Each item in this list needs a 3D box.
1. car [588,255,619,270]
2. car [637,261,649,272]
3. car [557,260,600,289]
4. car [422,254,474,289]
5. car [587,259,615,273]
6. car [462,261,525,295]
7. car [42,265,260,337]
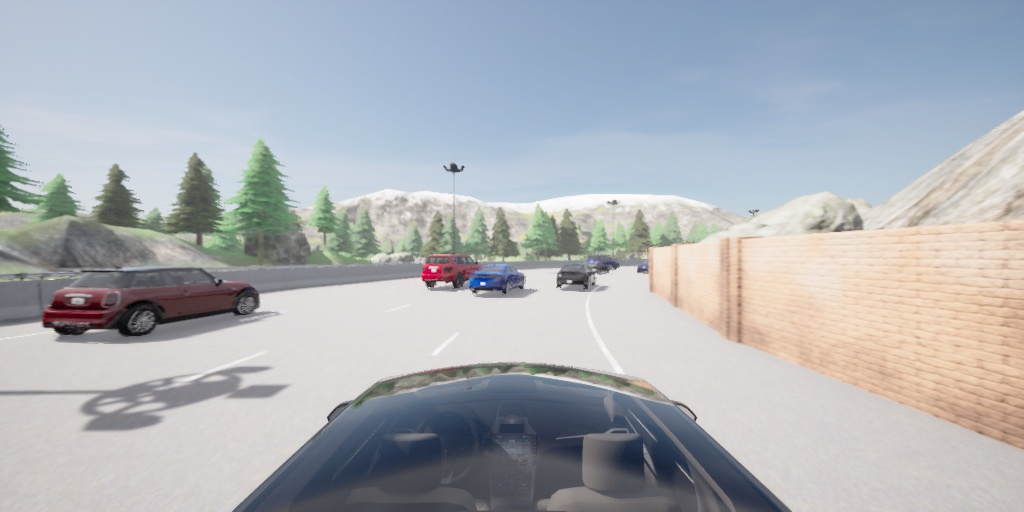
[{"bbox_3d":[12.222,0.897,48.412,5.566,2.045,2.150,0,0,-44],"label":"car"},{"bbox_3d":[16.639,1.259,42.751,1.994,1.385,4.181,0,0,44],"label":"car"},{"bbox_3d":[4.155,1.219,22.863,1.837,1.490,4.892,-1,0,21],"label":"car"},{"bbox_3d":[-3.606,0.920,23.142,2.150,2.045,5.566,0,0,19],"label":"car"},{"bbox_3d":[9.317,1.289,39.831,1.895,1.301,4.718,0,0,38],"label":"car"},{"bbox_3d":[-0.670,1.189,19.661,1.882,1.535,5.008,0,0,17],"label":"car"},{"bbox_3d":[-9.830,1.066,10.432,2.097,1.767,4.553,0,0,6],"label":"car"}]
